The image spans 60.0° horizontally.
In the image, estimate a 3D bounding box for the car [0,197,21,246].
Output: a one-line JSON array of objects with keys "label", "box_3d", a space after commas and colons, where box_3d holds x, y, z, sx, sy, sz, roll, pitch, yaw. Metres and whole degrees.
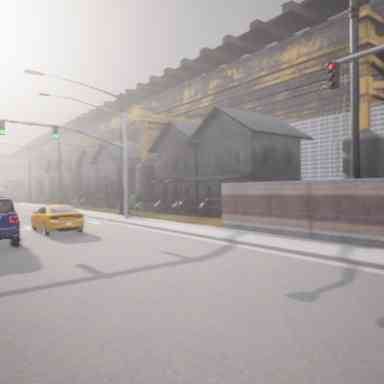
[{"label": "car", "box_3d": [-8.983, 1.239, 14.474, 2.150, 2.045, 5.566, -1, 1, -36]}]

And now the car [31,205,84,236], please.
[{"label": "car", "box_3d": [-7.566, 1.437, 18.492, 1.882, 1.535, 5.008, -1, 1, -36]}]
